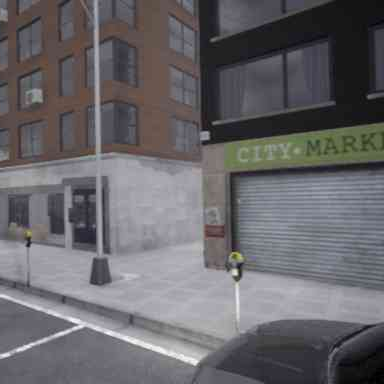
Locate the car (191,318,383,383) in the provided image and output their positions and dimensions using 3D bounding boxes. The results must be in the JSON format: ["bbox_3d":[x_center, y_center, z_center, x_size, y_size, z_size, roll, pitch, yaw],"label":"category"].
[{"bbox_3d":[2.175,1.493,1.884,4.892,1.490,1.837,-1,0,35],"label":"car"}]
